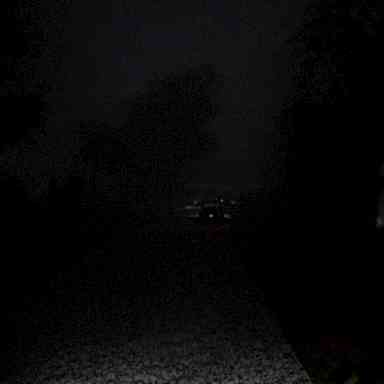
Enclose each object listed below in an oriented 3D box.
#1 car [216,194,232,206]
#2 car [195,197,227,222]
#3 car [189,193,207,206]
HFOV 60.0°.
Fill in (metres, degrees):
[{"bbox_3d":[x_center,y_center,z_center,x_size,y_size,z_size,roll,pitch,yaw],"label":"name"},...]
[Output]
[{"bbox_3d":[3.972,0.927,42.372,1.994,1.385,4.181,1,3,10],"label":"car"},{"bbox_3d":[1.548,1.417,25.072,1.812,1.442,4.674,0,1,6],"label":"car"},{"bbox_3d":[0.830,0.867,41.473,2.128,1.511,4.902,2,3,9],"label":"car"}]
